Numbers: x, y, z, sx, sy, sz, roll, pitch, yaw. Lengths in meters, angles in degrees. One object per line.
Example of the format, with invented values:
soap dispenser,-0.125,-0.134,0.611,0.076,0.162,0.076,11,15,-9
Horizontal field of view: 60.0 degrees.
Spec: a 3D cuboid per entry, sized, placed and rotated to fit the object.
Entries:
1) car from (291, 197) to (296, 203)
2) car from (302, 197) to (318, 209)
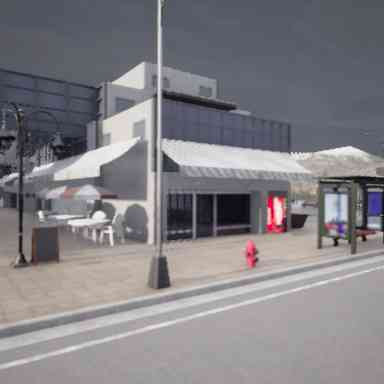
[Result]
car,21.747,1.789,74.461,3.633,1.501,1.845,0,0,-36
car,18.266,1.540,48.198,5.027,1.636,2.152,0,0,-36
